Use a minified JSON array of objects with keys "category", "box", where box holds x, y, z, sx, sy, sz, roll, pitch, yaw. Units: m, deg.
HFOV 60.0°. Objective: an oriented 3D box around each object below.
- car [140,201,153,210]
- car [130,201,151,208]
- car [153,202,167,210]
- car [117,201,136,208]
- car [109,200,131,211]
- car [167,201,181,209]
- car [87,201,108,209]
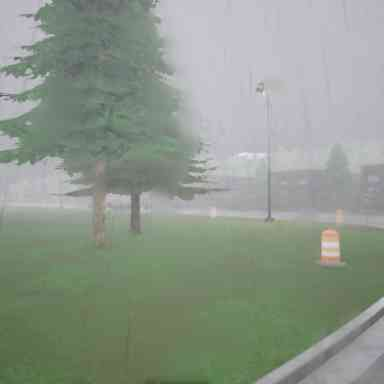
[{"category":"car","box":[-9.811,2.665,61.235,1.895,1.301,4.718,1,-1,-41]},{"category":"car","box":[-11.382,2.645,73.415,2.033,1.411,5.357,1,-1,-42]},{"category":"car","box":[-7.290,2.654,63.671,1.994,1.385,4.181,0,-1,-41]},{"category":"car","box":[-14.010,2.677,71.104,1.895,1.301,4.718,1,-1,-42]},{"category":"car","box":[-12.223,2.539,58.681,1.837,1.490,4.892,1,-2,-41]},{"category":"car","box":[-4.168,2.606,65.418,1.837,1.490,4.892,1,-1,-41]},{"category":"car","box":[-19.208,2.640,66.415,1.837,1.490,4.892,1,-1,-42]}]
